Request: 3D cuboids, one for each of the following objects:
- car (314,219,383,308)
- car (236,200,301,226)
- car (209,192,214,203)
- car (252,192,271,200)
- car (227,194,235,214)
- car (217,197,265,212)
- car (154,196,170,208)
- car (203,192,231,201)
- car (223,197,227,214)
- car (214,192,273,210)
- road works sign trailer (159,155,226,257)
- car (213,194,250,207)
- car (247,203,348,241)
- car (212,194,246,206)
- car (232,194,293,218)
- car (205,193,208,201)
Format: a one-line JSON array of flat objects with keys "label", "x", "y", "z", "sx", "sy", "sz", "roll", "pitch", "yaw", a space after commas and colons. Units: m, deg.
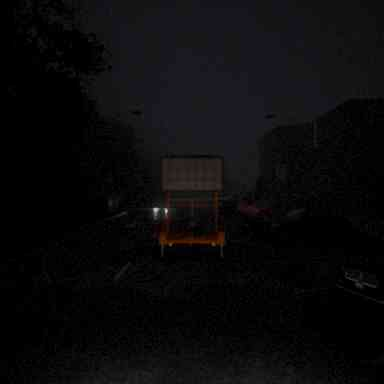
[{"label": "car", "x": 5.313, "y": 1.449, "z": 6.843, "sx": 4.892, "sy": 1.521, "sz": 2.231, "roll": 1, "pitch": 1, "yaw": -20}, {"label": "car", "x": 5.302, "y": 1.413, "z": 18.835, "sx": 4.792, "sy": 1.488, "sz": 2.163, "roll": 1, "pitch": 1, "yaw": -20}, {"label": "car", "x": 5.400, "y": 1.049, "z": 39.847, "sx": 5.566, "sy": 2.045, "sz": 2.435, "roll": 1, "pitch": 0, "yaw": -20}, {"label": "car", "x": 18.538, "y": 0.970, "z": 88.886, "sx": 2.435, "sy": 2.045, "sz": 5.566, "roll": 0, "pitch": 1, "yaw": -21}, {"label": "car", "x": 5.385, "y": 1.231, "z": 24.856, "sx": 4.553, "sy": 1.767, "sz": 2.185, "roll": 1, "pitch": 1, "yaw": -20}, {"label": "car", "x": 5.380, "y": 1.340, "z": 36.846, "sx": 4.792, "sy": 1.488, "sz": 2.163, "roll": 1, "pitch": 0, "yaw": -20}, {"label": "car", "x": -3.992, "y": 1.307, "z": 44.677, "sx": 1.837, "sy": 1.490, "sz": 4.892, "roll": 0, "pitch": 0, "yaw": 0}, {"label": "car", "x": 5.541, "y": 0.986, "z": 72.919, "sx": 5.566, "sy": 2.045, "sz": 2.435, "roll": 1, "pitch": 0, "yaw": -20}, {"label": "car", "x": 5.362, "y": 1.383, "z": 27.853, "sx": 4.674, "sy": 1.452, "sz": 2.002, "roll": 1, "pitch": 0, "yaw": -20}, {"label": "car", "x": 5.369, "y": 1.080, "z": 30.830, "sx": 5.566, "sy": 2.045, "sz": 2.435, "roll": 1, "pitch": 1, "yaw": -20}, {"label": "road works sign trailer", "x": 0.008, "y": 0.395, "z": 12.567, "sx": 2.380, "sy": 3.560, "sz": 2.880, "roll": 0, "pitch": 0, "yaw": 0}, {"label": "car", "x": 5.420, "y": 1.159, "z": 45.861, "sx": 4.553, "sy": 1.767, "sz": 2.185, "roll": 1, "pitch": 0, "yaw": -20}, {"label": "car", "x": 5.323, "y": 1.439, "z": 15.844, "sx": 4.674, "sy": 1.452, "sz": 2.002, "roll": 1, "pitch": 1, "yaw": -20}, {"label": "car", "x": 5.433, "y": 1.152, "z": 48.862, "sx": 4.553, "sy": 1.767, "sz": 2.185, "roll": 1, "pitch": 0, "yaw": -20}, {"label": "car", "x": 5.373, "y": 1.245, "z": 21.855, "sx": 4.553, "sy": 1.767, "sz": 2.185, "roll": 1, "pitch": 1, "yaw": -20}, {"label": "car", "x": 5.490, "y": 1.261, "z": 57.883, "sx": 5.008, "sy": 1.535, "sz": 2.097, "roll": 1, "pitch": 0, "yaw": -20}]
